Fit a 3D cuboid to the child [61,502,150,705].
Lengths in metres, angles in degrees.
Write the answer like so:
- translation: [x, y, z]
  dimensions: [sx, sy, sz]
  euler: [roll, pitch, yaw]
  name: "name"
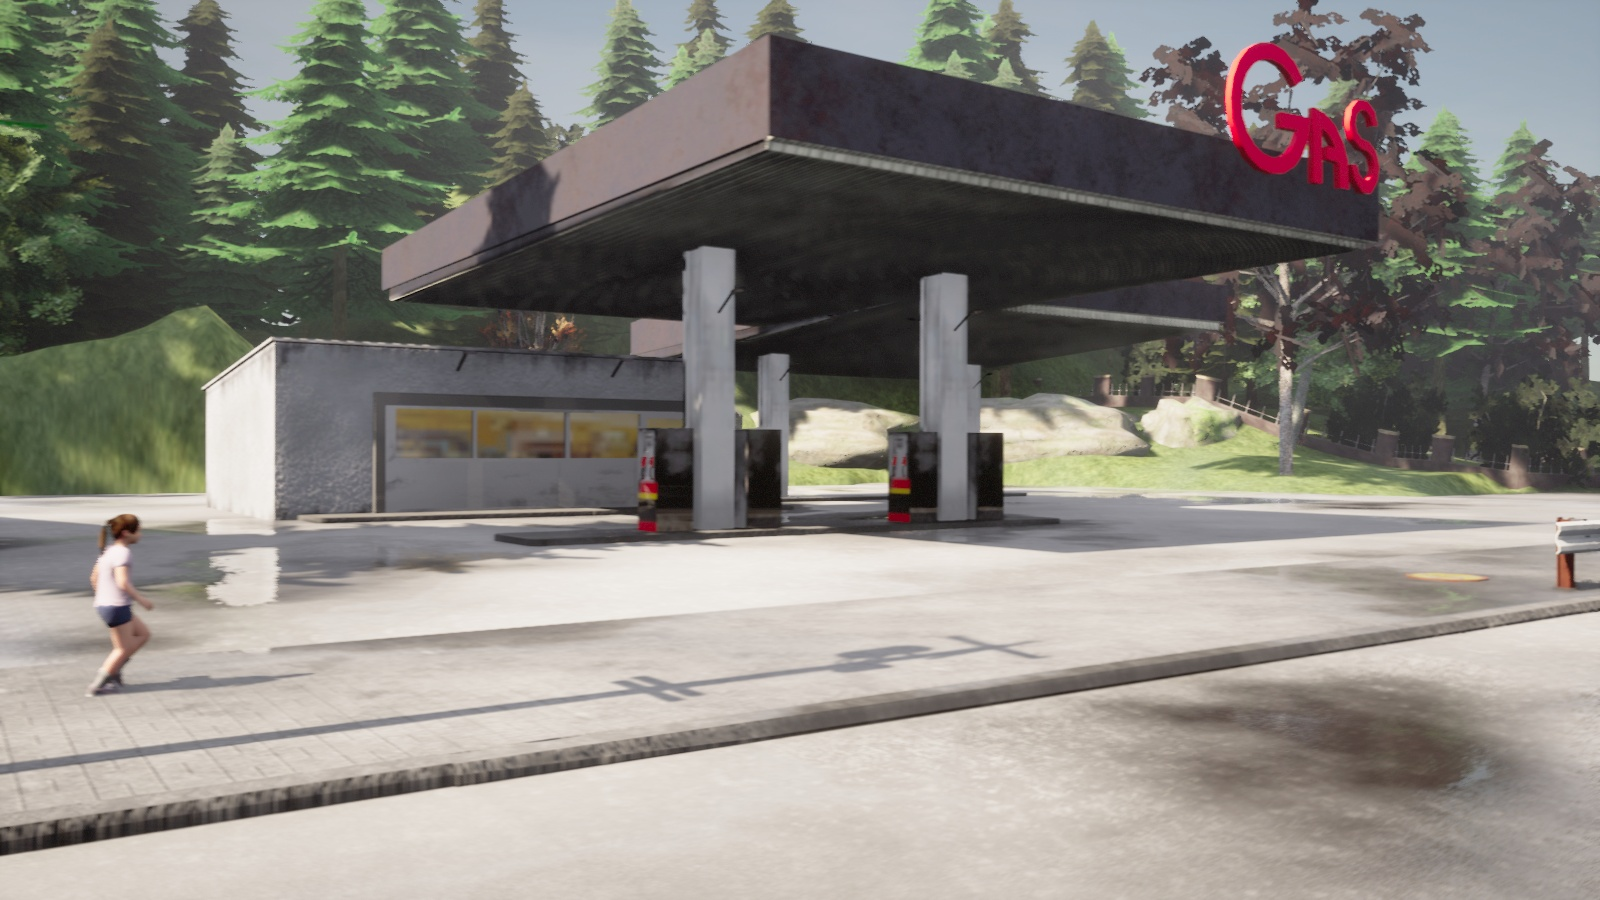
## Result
- translation: [-3.981, 0.861, 7.199]
  dimensions: [0.394, 1.110, 0.255]
  euler: [0, 0, -43]
  name: "child"
